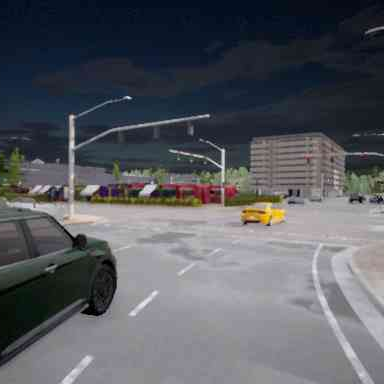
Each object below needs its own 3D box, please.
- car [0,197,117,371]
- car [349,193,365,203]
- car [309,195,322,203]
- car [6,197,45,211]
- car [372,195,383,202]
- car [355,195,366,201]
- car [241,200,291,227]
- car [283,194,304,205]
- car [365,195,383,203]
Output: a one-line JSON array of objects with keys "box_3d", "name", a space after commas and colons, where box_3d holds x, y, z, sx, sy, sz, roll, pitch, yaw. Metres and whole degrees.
[{"box_3d": [-2.888, 1.196, 4.418, 2.150, 2.045, 5.566, 0, 1, 8], "name": "car"}, {"box_3d": [34.669, 1.247, 70.430, 2.150, 2.045, 5.566, 0, 0, 32], "name": "car"}, {"box_3d": [25.841, 1.481, 69.557, 1.837, 1.490, 4.892, 0, 0, 32], "name": "car"}, {"box_3d": [-19.602, 1.348, 39.129, 4.892, 1.490, 1.837, 1, 0, 33], "name": "car"}, {"box_3d": [43.310, 1.433, 77.574, 2.033, 1.411, 5.357, 0, 0, 32], "name": "car"}, {"box_3d": [40.350, 1.423, 79.442, 1.994, 1.385, 4.181, 0, 0, 32], "name": "car"}, {"box_3d": [5.075, 1.478, 23.190, 1.882, 1.535, 5.008, 0, 0, 31], "name": "car"}, {"box_3d": [17.636, 1.528, 56.629, 1.994, 1.385, 4.181, 0, 0, 33], "name": "car"}, {"box_3d": [37.830, 1.570, 68.885, 2.128, 1.511, 4.902, 0, 0, 32], "name": "car"}]
